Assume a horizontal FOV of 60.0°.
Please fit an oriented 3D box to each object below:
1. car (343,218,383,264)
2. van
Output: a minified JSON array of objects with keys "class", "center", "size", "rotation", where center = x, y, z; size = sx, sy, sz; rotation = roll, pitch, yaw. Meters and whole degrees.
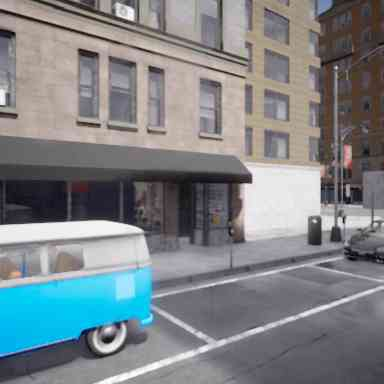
[{"class":"car","center":[6.741,1.554,10.992],"size":[4.403,1.369,2.008],"rotation":[0,0,-35]},{"class":"van","center":[-2.480,1.341,4.420],"size":[3.998,1.788,1.690],"rotation":[0,0,-35]}]
